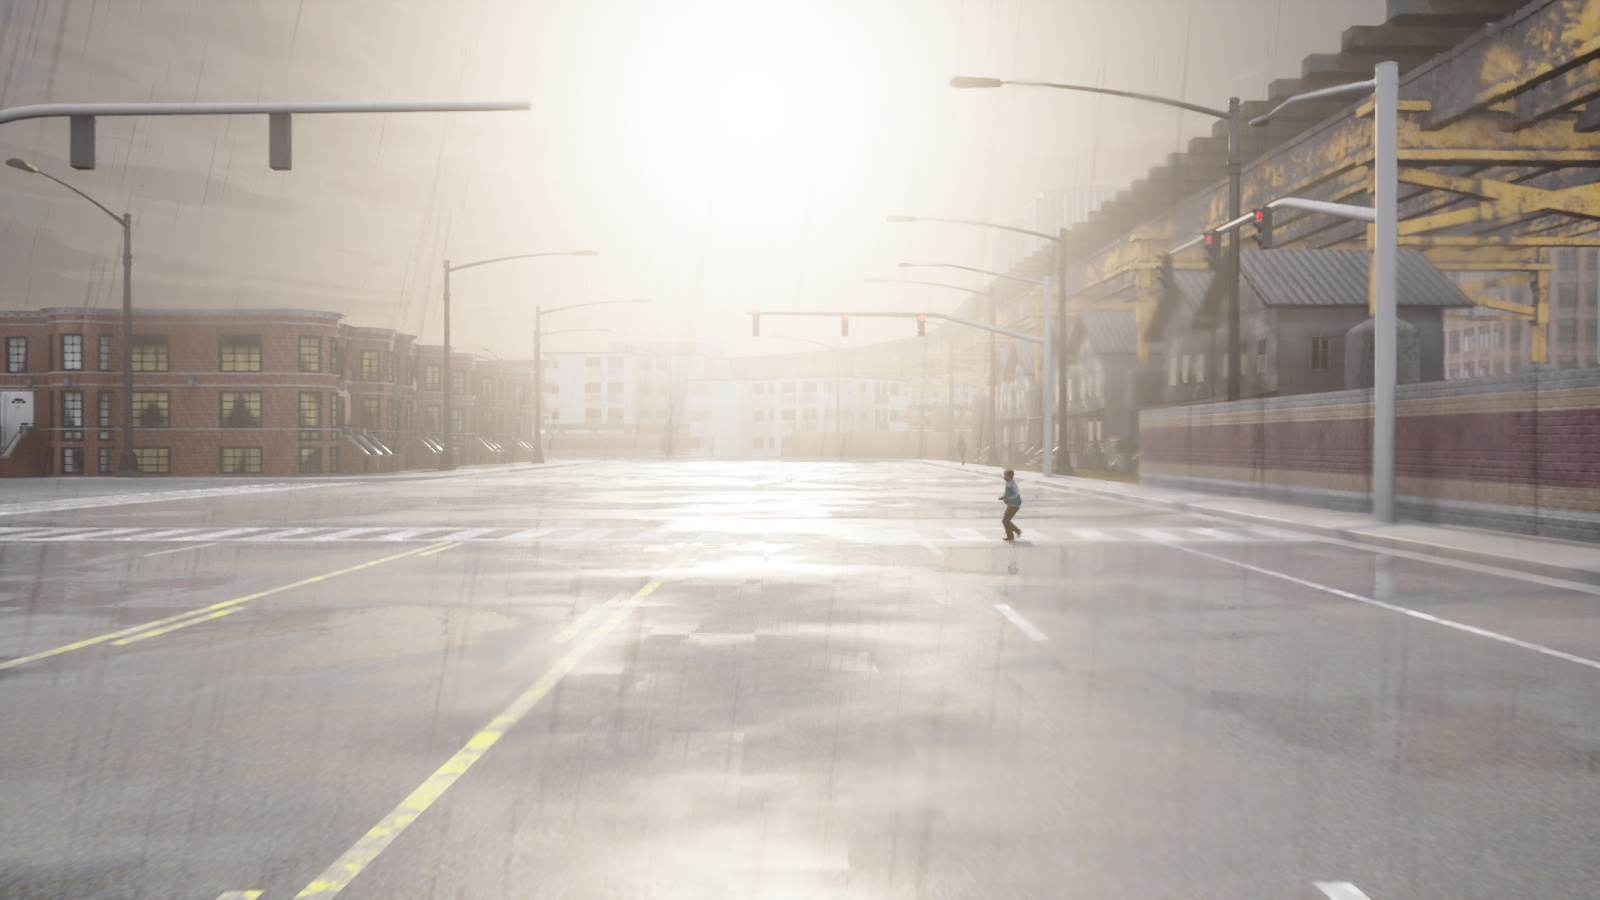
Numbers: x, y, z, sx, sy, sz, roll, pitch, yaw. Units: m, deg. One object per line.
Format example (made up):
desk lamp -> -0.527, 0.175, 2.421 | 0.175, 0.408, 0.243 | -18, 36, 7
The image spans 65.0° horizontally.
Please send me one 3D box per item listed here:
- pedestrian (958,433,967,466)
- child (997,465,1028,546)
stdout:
pedestrian -> 9.599, -0.008, 74.078 | 0.396, 1.930, 0.692 | 0, 0, -2
child -> 3.168, 0.818, 18.734 | 0.448, 1.192, 0.343 | 0, 0, 9
